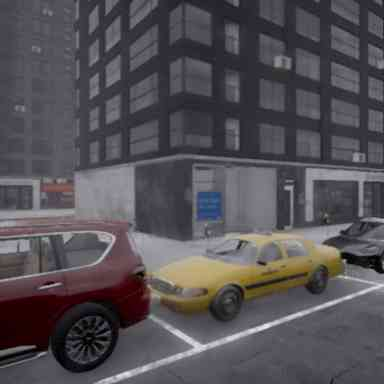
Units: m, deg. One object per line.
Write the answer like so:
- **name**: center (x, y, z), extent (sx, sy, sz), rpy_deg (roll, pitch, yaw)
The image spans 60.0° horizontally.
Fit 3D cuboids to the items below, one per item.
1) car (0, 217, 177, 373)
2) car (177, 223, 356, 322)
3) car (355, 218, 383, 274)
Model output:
- **car**: center (-2.920, 1.316, 4.105), extent (5.009, 1.841, 2.192), rpy_deg (0, 0, -36)
- **car**: center (1.339, 1.503, 7.157), extent (4.829, 1.417, 1.752), rpy_deg (0, 0, -36)
- **car**: center (5.875, 1.519, 10.407), extent (4.313, 1.339, 1.947), rpy_deg (0, 0, -36)
